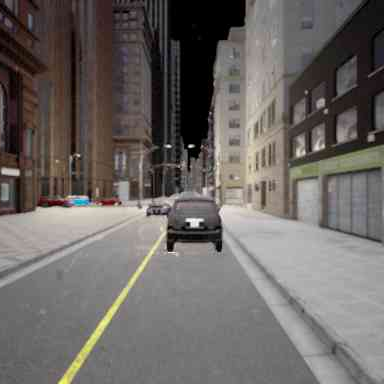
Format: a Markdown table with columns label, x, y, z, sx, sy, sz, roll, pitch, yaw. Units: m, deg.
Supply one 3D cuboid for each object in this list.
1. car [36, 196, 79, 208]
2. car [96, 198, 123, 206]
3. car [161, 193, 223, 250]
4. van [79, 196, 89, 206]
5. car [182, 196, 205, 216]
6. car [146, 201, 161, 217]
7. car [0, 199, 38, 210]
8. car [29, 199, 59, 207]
| label | x | y | z | sx | sy | sz | roll | pitch | yaw |
| --- | --- | --- | --- | --- | --- | --- | --- | --- | --- |
| car | -19.634 | 1.490 | 48.172 | 5.009 | 1.841 | 2.192 | -1 | 0 | 0 |
| car | -13.986 | 1.687 | 56.679 | 4.507 | 1.381 | 1.887 | -1 | 0 | 0 |
| car | 0.099 | 1.212 | 14.299 | 2.150 | 2.045 | 5.566 | 0 | 0 | 0 |
| van | -19.613 | 1.551 | 56.697 | 3.998 | 1.788 | 1.690 | -1 | 0 | 0 |
| car | 0.103 | 1.333 | 32.645 | 2.097 | 1.767 | 4.553 | 0 | 0 | 0 |
| car | -3.001 | 1.549 | 30.342 | 1.994 | 1.385 | 4.181 | 0 | 0 | 0 |
| car | -25.086 | 1.766 | 48.193 | 4.829 | 1.417 | 1.752 | -1 | 0 | 0 |
| car | -25.234 | 1.860 | 56.719 | 4.206 | 1.307 | 1.802 | -1 | 0 | 0 |
